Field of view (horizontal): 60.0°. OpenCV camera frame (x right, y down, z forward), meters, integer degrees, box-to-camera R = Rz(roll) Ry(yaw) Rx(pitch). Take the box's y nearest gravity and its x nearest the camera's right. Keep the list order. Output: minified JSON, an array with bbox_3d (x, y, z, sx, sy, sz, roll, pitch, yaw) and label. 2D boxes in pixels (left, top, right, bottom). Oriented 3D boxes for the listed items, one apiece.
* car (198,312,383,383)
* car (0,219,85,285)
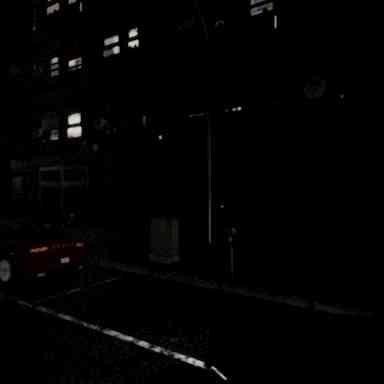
[{"bbox_3d":[2.254,1.568,2.305,4.674,1.442,1.812,2,0,32],"label":"car"},{"bbox_3d":[-4.793,1.381,8.841,4.507,1.381,1.887,2,-1,32],"label":"car"}]
